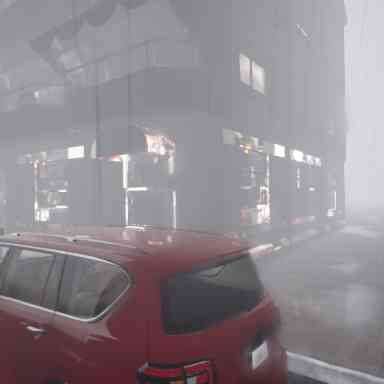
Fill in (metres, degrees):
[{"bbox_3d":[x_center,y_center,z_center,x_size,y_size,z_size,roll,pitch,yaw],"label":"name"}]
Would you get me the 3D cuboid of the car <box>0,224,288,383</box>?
[{"bbox_3d":[-1.431,1.316,3.903,5.009,1.841,2.192,0,-1,35],"label":"car"}]
